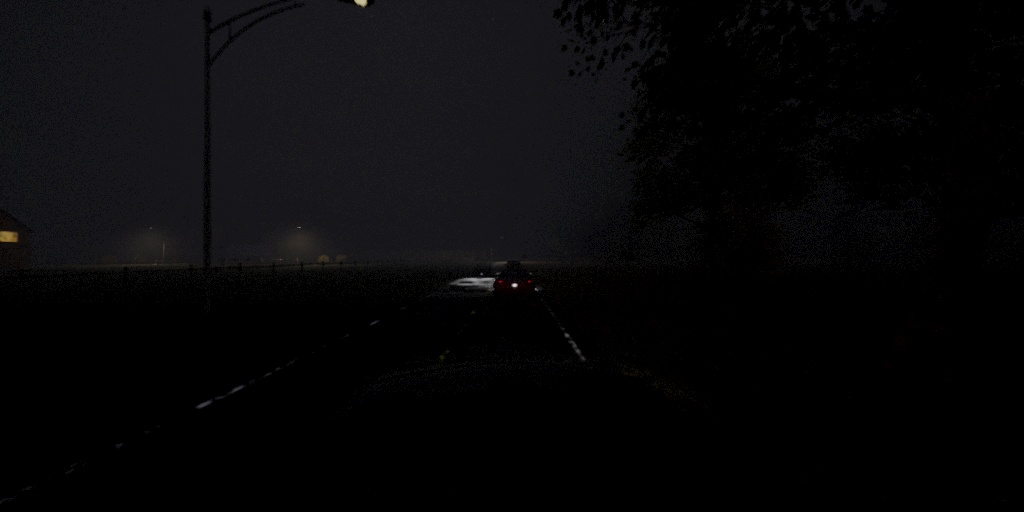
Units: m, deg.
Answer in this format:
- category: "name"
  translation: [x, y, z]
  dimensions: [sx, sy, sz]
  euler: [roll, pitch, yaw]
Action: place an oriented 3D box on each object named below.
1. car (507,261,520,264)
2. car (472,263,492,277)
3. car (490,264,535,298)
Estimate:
- category: "car"
  translation: [0.155, 1.251, 38.855]
  dimensions: [1.837, 1.490, 4.892]
  euler: [0, 0, 0]
- category: "car"
  translation: [-2.794, 1.347, 35.339]
  dimensions: [1.895, 1.301, 4.718]
  euler: [0, 0, 0]
- category: "car"
  translation: [0.117, 1.311, 18.252]
  dimensions: [1.994, 1.385, 4.181]
  euler: [0, 0, 0]
